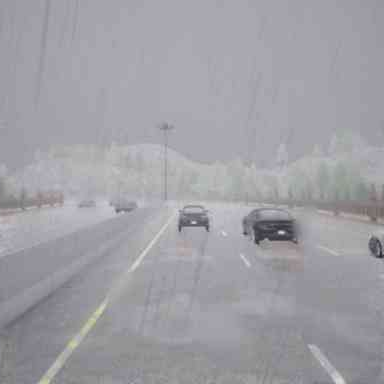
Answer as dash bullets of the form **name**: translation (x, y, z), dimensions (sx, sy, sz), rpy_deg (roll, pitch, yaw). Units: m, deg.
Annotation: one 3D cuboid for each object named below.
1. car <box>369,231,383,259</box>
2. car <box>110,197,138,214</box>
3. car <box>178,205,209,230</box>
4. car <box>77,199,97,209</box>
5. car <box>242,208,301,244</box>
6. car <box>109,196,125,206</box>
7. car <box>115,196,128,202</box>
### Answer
- **car**: translation (7.103, 1.528, 9.703), dimensions (1.812, 1.442, 4.674), rpy_deg (0, 0, 0)
- **car**: translation (-7.142, 1.596, 36.747), dimensions (2.033, 1.411, 5.357), rpy_deg (0, 0, -1)
- **car**: translation (0.105, 1.541, 20.911), dimensions (1.812, 1.442, 4.674), rpy_deg (0, 0, 0)
- **car**: translation (-14.765, 1.636, 47.109), dimensions (2.033, 1.411, 5.357), rpy_deg (0, 0, -6)
- **car**: translation (3.604, 1.486, 15.877), dimensions (1.882, 1.535, 5.008), rpy_deg (0, 0, 0)
- **car**: translation (-12.294, 1.607, 53.691), dimensions (2.128, 1.511, 4.902), rpy_deg (0, 0, -10)
- **car**: translation (-16.407, 1.581, 77.282), dimensions (2.033, 1.411, 5.357), rpy_deg (0, 0, -24)
